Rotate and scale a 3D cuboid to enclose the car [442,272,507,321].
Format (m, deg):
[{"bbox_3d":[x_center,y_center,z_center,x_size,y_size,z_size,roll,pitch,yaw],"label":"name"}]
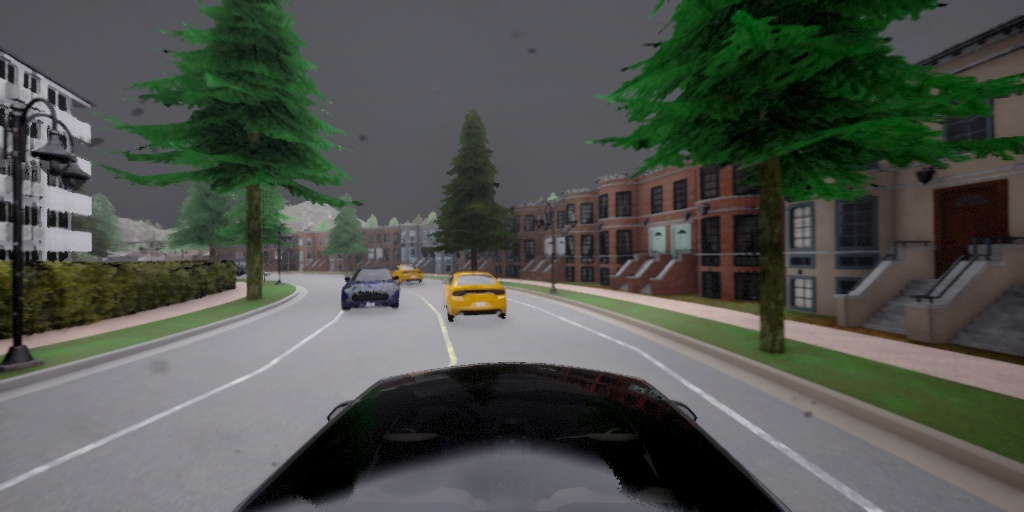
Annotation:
[{"bbox_3d":[-1.494,1.307,13.147,1.882,1.535,5.008,0,0,-13],"label":"car"}]

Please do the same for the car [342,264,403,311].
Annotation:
[{"bbox_3d":[-5.976,1.244,15.454,2.097,1.767,4.553,-1,0,-19],"label":"car"}]

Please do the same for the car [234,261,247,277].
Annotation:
[{"bbox_3d":[-35.035,1.604,46.198,5.566,2.045,2.150,-1,0,28],"label":"car"}]

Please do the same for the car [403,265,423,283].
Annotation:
[{"bbox_3d":[-9.025,1.481,29.919,1.882,1.535,5.008,0,-1,-34],"label":"car"}]
